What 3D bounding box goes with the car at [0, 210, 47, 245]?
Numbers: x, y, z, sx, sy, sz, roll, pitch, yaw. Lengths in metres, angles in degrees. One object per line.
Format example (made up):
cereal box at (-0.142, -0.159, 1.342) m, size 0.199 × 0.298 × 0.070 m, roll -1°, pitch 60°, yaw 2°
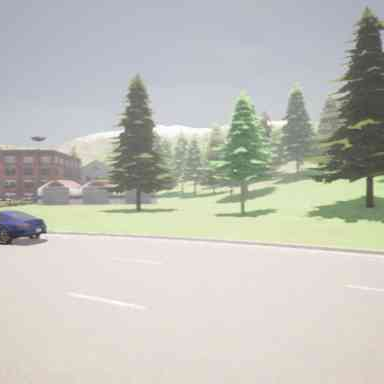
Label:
car at (-9.022, 1.561, 15.482) m, size 4.674 × 1.442 × 1.812 m, roll -1°, pitch 0°, yaw 17°
